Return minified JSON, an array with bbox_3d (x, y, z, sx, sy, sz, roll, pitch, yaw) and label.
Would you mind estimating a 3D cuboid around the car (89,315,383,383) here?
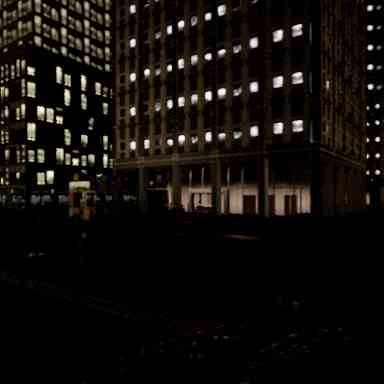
[{"bbox_3d":[1.203,1.544,2.051,4.507,1.381,1.887,0,0,35],"label":"car"}]
